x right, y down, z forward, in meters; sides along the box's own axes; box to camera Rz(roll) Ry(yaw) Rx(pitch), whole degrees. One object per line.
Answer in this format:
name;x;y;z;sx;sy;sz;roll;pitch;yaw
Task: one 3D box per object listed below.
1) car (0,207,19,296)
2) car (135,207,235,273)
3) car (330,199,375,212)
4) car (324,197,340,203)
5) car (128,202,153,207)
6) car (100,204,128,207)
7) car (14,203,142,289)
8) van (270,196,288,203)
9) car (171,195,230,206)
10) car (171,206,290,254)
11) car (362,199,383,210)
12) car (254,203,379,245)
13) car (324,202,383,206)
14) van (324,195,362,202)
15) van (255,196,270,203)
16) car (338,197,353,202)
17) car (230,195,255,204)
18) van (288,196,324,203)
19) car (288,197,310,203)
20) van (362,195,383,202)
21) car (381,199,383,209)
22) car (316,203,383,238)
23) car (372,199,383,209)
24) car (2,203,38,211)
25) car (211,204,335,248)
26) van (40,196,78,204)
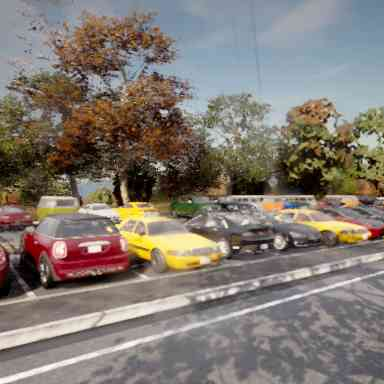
car;-5.801;1.363;8.037;2.185;1.767;4.553;0;0;-35
car;-1.186;1.505;11.127;1.946;1.575;5.366;0;0;-35
car;20.593;1.723;42.834;2.163;1.488;4.792;1;-1;-35
car;13.790;1.642;38.072;2.163;1.488;4.792;0;0;-35
car;-4.255;1.527;25.211;2.097;1.535;5.008;0;0;-35
car;-6.620;1.557;23.542;2.002;1.452;4.674;0;0;-35
car;-3.538;1.373;9.645;2.185;1.767;4.553;0;0;-35
van;6.968;1.349;33.333;1.878;1.987;4.442;0;0;-35
car;0.277;1.295;28.402;2.435;2.045;5.566;0;0;-35
car;0.974;1.519;12.881;2.231;1.521;4.892;0;0;-35
car;27.458;1.792;47.517;1.946;1.575;5.366;1;0;-35
car;5.604;1.534;15.950;1.946;1.575;5.366;0;0;-35
car;10.040;1.586;19.292;2.163;1.488;4.792;0;0;-35
van;18.152;1.435;41.278;1.878;1.987;4.442;1;0;-35
van;4.844;1.340;31.538;1.878;1.987;4.442;0;0;-35
car;15.942;1.663;39.600;2.163;1.488;4.792;1;0;-35
car;2.535;1.305;30.007;2.435;2.045;5.566;0;0;-35
van;11.627;1.371;36.367;1.878;1.987;4.442;0;0;-36
car;9.289;1.585;34.845;2.097;1.535;5.008;0;0;-35
van;14.483;1.349;22.627;1.878;1.987;4.442;0;0;-35
car;31.884;1.892;50.852;2.163;1.488;4.792;1;0;-35
car;7.777;1.576;17.685;2.163;1.488;4.792;0;0;-35
car;29.610;1.869;49.270;2.002;1.452;4.674;1;0;-35
car;-11.031;1.538;20.402;2.002;1.452;4.674;0;0;-35
car;3.230;1.528;14.499;2.231;1.521;4.892;0;0;-35
van;-8.944;1.282;22.030;1.878;1.987;4.442;0;0;-35
